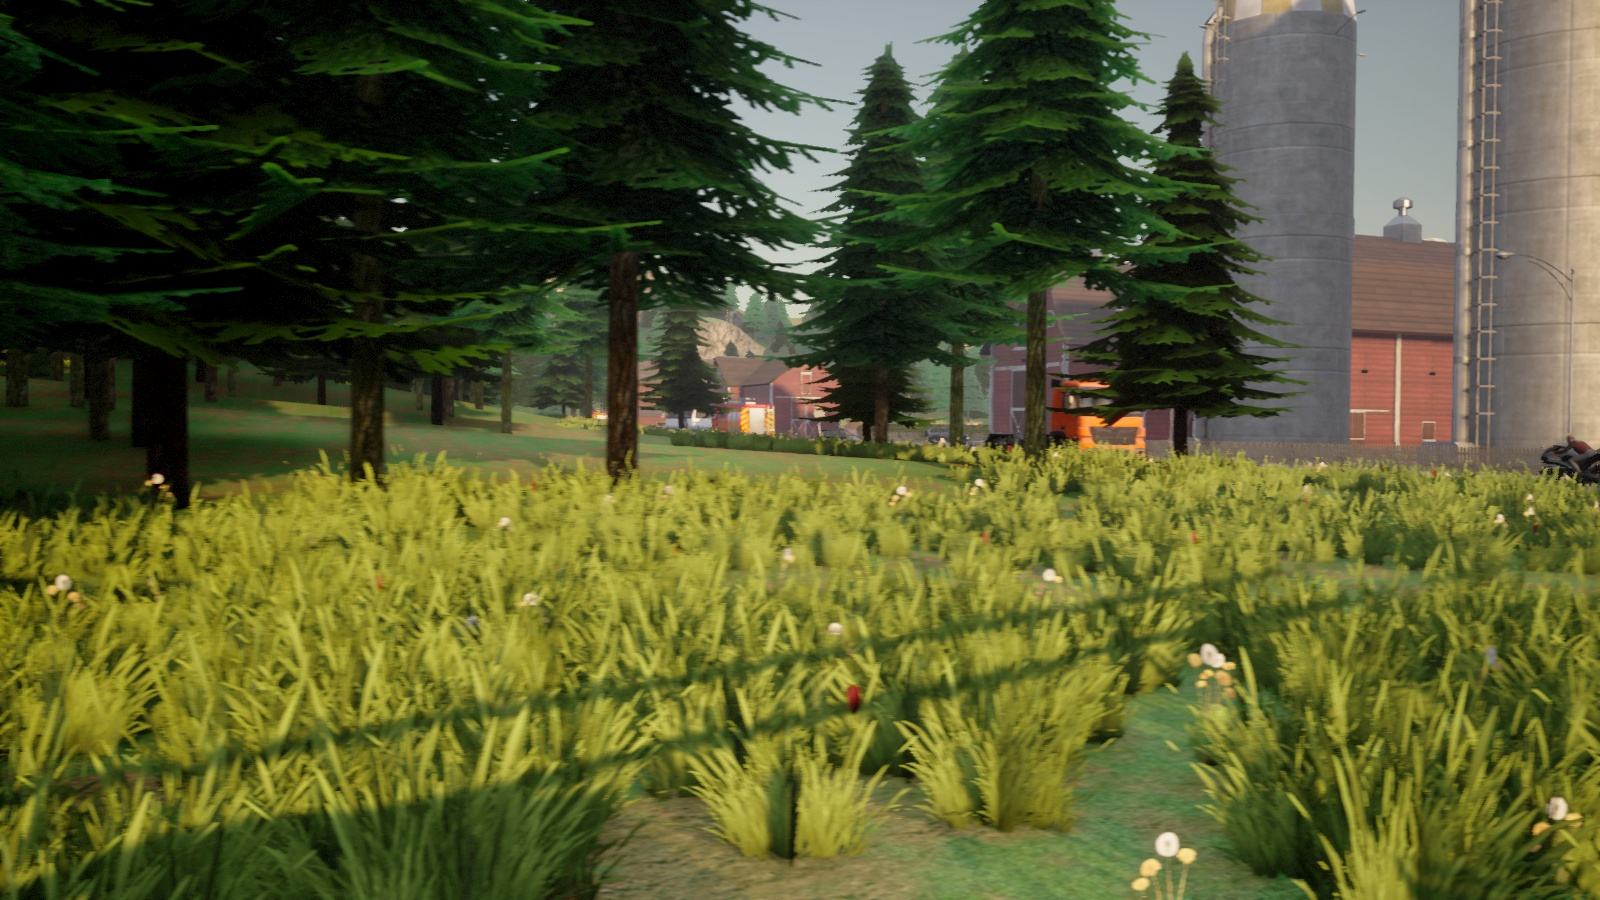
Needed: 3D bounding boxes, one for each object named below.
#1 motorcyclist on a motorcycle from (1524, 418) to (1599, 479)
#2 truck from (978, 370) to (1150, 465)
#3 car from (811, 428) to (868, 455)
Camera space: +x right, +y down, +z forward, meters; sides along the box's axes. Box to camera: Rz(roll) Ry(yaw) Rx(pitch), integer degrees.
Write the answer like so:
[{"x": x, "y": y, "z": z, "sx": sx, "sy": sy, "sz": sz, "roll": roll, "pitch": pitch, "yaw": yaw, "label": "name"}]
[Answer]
[{"x": 20.257, "y": -0.061, "z": 32.892, "sx": 0.866, "sy": 1.530, "sz": 2.191, "roll": -1, "pitch": 1, "yaw": -20, "label": "motorcyclist on a motorcycle"}, {"x": 10.252, "y": -1.246, "z": 49.853, "sx": 2.891, "sy": 3.462, "sz": 7.936, "roll": -1, "pitch": 1, "yaw": -20, "label": "truck"}, {"x": 2.217, "y": -0.519, "z": 71.671, "sx": 1.816, "sy": 1.474, "sz": 4.193, "roll": -1, "pitch": 1, "yaw": -20, "label": "car"}]
